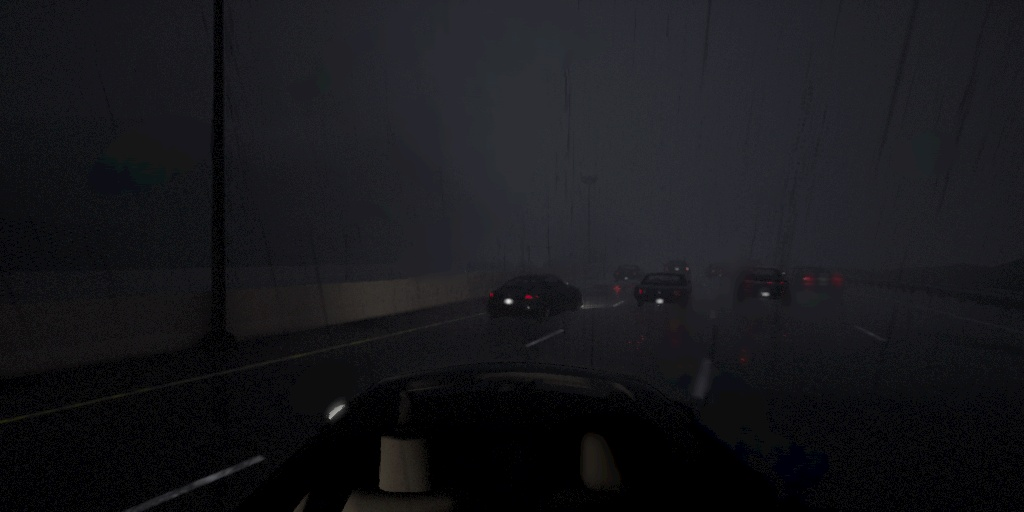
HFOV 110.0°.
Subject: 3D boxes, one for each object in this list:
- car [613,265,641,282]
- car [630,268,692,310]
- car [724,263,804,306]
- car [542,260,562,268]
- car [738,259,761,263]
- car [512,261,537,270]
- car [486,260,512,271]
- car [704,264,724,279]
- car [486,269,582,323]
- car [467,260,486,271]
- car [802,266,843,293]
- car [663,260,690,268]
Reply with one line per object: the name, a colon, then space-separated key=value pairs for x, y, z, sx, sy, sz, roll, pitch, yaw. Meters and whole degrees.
car: x=9.461 y=1.370 z=28.796 sx=1.895 sy=1.301 sz=4.718 roll=0 pitch=0 yaw=25
car: x=6.481 y=1.359 z=15.068 sx=1.895 sy=1.301 sz=4.718 roll=0 pitch=0 yaw=29
car: x=10.849 y=1.246 z=15.846 sx=2.128 sy=1.511 sz=4.902 roll=0 pitch=0 yaw=28
car: x=5.216 y=1.286 z=46.201 sx=2.128 sy=1.511 sz=4.902 roll=0 pitch=0 yaw=20
car: x=23.960 y=1.115 z=36.446 sx=2.097 sy=1.767 sz=4.553 roll=0 pitch=0 yaw=21
car: x=1.934 y=1.325 z=47.416 sx=1.812 sy=1.442 sz=4.674 roll=0 pitch=0 yaw=20
car: x=-1.275 y=1.306 z=48.816 sx=1.882 sy=1.535 sz=5.008 roll=0 pitch=0 yaw=20
car: x=18.854 y=1.365 z=32.888 sx=1.895 sy=1.301 sz=4.718 roll=0 pitch=0 yaw=22
car: x=0.908 y=1.324 z=12.381 sx=1.994 sy=1.385 sz=4.181 roll=0 pitch=0 yaw=30
car: x=-4.567 y=1.328 z=50.005 sx=1.882 sy=1.535 sz=5.008 roll=0 pitch=0 yaw=20
car: x=17.434 y=1.301 z=21.139 sx=2.033 sy=1.411 sz=5.357 roll=0 pitch=0 yaw=25
car: x=14.453 y=1.119 z=31.499 sx=2.097 sy=1.767 sz=4.553 roll=0 pitch=0 yaw=24
